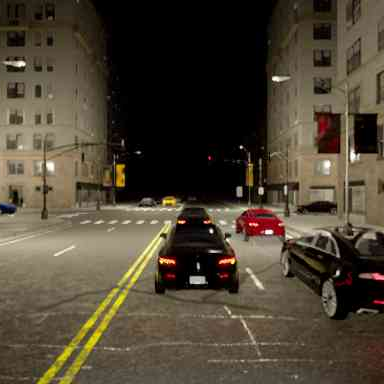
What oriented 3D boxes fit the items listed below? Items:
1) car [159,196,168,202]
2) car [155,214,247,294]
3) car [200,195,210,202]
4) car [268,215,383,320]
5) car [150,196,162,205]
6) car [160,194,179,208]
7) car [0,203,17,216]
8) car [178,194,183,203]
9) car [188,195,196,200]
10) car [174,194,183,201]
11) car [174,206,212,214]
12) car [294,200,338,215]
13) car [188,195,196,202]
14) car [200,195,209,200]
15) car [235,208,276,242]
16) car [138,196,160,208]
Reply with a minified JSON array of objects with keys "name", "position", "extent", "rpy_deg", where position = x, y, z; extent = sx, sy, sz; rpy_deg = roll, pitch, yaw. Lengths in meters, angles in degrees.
[{"name":"car","position":[-6.453,1.561,75.848],"extent":[1.812,1.442,4.674],"rpy_deg":[0,0,0]},{"name":"car","position":[0.102,1.529,8.690],"extent":[1.812,1.442,4.674],"rpy_deg":[0,0,0]},{"name":"car","position":[3.299,1.573,78.330],"extent":[2.033,1.411,5.357],"rpy_deg":[0,0,0]},{"name":"car","position":[3.342,1.494,7.295],"extent":[2.128,1.511,4.902],"rpy_deg":[0,0,0]},{"name":"car","position":[-6.536,1.536,60.864],"extent":[1.837,1.490,4.892],"rpy_deg":[0,1,0]},{"name":"car","position":[-3.323,1.506,49.676],"extent":[1.882,1.535,5.008],"rpy_deg":[0,0,-1]},{"name":"car","position":[-19.439,1.469,31.870],"extent":[5.008,1.535,1.882],"rpy_deg":[0,0,0]},{"name":"car","position":[-3.227,1.636,67.282],"extent":[1.895,1.301,4.718],"rpy_deg":[0,0,1]},{"name":"car","position":[0.055,1.460,88.752],"extent":[1.994,1.385,4.181],"rpy_deg":[0,0,0]},{"name":"car","position":[-3.199,1.337,81.760],"extent":[2.097,1.767,4.553],"rpy_deg":[0,0,0]},{"name":"car","position":[0.109,1.533,17.599],"extent":[1.812,1.442,4.674],"rpy_deg":[0,0,0]},{"name":"car","position":[13.017,1.587,34.586],"extent":[4.674,1.442,1.812],"rpy_deg":[0,0,-2]},{"name":"car","position":[0.050,1.629,78.779],"extent":[1.895,1.301,4.718],"rpy_deg":[0,0,0]},{"name":"car","position":[3.305,1.460,88.750],"extent":[1.994,1.385,4.181],"rpy_deg":[0,0,0]},{"name":"car","position":[3.259,1.533,16.390],"extent":[1.812,1.442,4.674],"rpy_deg":[0,0,0]},{"name":"car","position":[-6.538,1.575,49.383],"extent":[2.033,1.411,5.357],"rpy_deg":[0,0,4]}]
